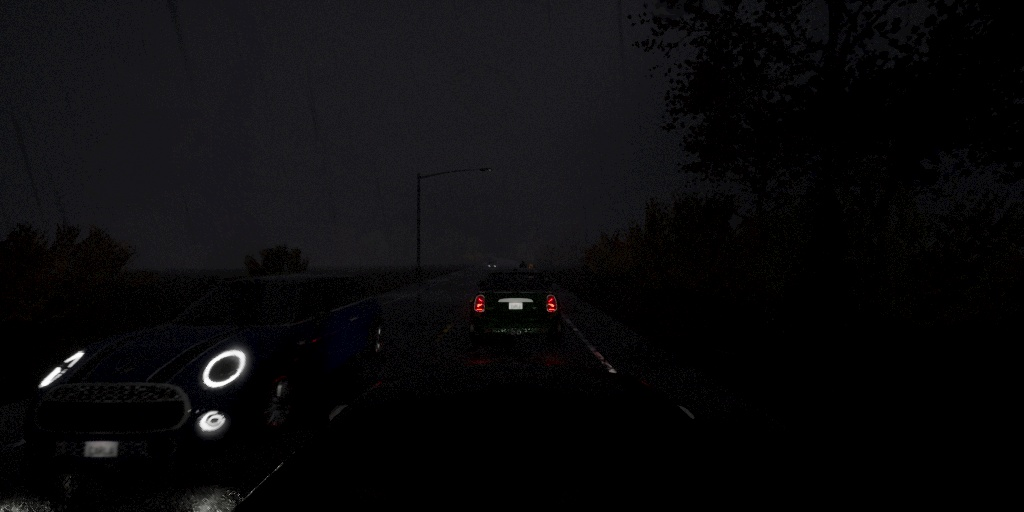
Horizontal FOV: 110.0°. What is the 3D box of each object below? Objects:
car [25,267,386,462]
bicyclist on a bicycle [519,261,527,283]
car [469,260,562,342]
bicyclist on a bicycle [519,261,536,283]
[{"bbox_3d":[-3.613,1.100,5.390,2.097,1.767,4.553,0,0,0],"label":"car"},{"bbox_3d":[0.840,1.193,27.354,0.582,1.620,1.656,0,0,0],"label":"bicyclist on a bicycle"},{"bbox_3d":[0.072,1.099,9.893,2.097,1.767,4.553,0,0,0],"label":"car"},{"bbox_3d":[0.903,1.181,17.237,0.866,1.612,1.509,0,0,0],"label":"bicyclist on a bicycle"}]
